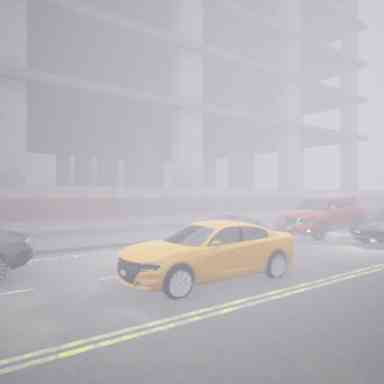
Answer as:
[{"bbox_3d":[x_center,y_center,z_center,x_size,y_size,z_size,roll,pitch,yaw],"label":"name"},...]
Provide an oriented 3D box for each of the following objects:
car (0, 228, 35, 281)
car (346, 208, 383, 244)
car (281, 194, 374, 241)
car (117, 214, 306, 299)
[{"bbox_3d":[-6.474,1.490,7.960,4.902,1.511,2.128,0,0,-35],"label":"car"},{"bbox_3d":[9.532,1.593,15.027,5.357,1.411,2.033,0,0,-35],"label":"car"},{"bbox_3d":[6.820,1.204,17.336,5.566,2.045,2.150,-4,2,-35],"label":"car"},{"bbox_3d":[0.549,1.493,8.650,5.008,1.535,1.882,0,0,-35],"label":"car"}]
